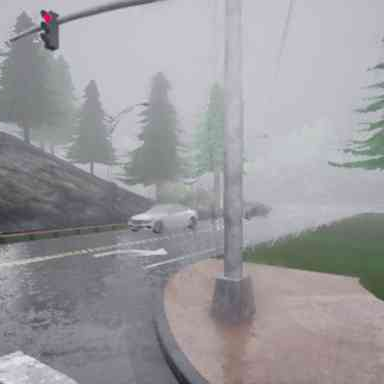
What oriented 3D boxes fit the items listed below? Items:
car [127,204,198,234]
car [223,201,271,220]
[{"bbox_3d":[-1.448,1.378,18.200,1.812,1.442,4.674,0,0,35],"label":"car"},{"bbox_3d":[4.516,1.400,26.542,2.033,1.411,5.357,0,0,36],"label":"car"}]
